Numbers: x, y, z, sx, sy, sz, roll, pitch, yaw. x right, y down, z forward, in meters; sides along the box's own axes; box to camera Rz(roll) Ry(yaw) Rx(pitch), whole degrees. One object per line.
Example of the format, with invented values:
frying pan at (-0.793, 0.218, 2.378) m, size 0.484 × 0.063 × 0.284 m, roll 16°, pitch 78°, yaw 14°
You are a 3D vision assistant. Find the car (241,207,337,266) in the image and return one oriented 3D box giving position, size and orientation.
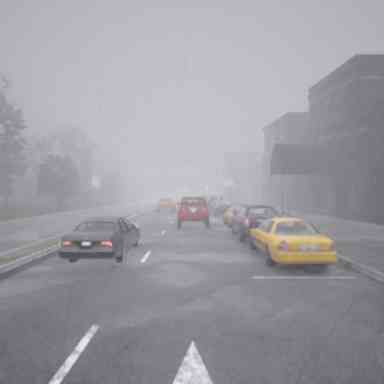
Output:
car at (3.218, 1.523, 11.698) m, size 1.946 × 1.575 × 5.366 m, roll 0°, pitch 0°, yaw 0°

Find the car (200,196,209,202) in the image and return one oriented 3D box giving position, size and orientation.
car at (3.132, 1.802, 83.334) m, size 2.231 × 1.521 × 4.892 m, roll 0°, pitch 0°, yaw 0°

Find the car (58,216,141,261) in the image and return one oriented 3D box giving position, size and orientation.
car at (-3.155, 1.596, 12.379) m, size 2.033 × 1.411 × 5.357 m, roll 0°, pitch 0°, yaw 0°

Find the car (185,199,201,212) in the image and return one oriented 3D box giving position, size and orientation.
car at (0.062, 1.639, 41.834) m, size 1.882 × 1.535 × 5.008 m, roll 0°, pitch 0°, yaw 0°

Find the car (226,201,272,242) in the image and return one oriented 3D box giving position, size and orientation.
car at (3.219, 1.420, 17.008) m, size 2.185 × 1.767 × 4.553 m, roll 0°, pitch 0°, yaw 0°

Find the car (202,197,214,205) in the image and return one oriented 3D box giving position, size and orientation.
car at (3.208, 1.745, 68.423) m, size 2.231 × 1.521 × 4.892 m, roll 0°, pitch 0°, yaw 1°

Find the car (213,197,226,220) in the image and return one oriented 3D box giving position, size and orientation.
car at (3.198, 1.611, 33.608) m, size 2.231 × 1.521 × 4.892 m, roll 0°, pitch 0°, yaw 0°

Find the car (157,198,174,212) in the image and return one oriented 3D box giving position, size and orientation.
car at (-3.188, 1.513, 41.600) m, size 2.097 × 1.767 × 4.553 m, roll 0°, pitch 0°, yaw 0°

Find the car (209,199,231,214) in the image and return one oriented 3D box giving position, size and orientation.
car at (3.193, 1.632, 39.135) m, size 2.231 × 1.521 × 4.892 m, roll 0°, pitch 0°, yaw 0°

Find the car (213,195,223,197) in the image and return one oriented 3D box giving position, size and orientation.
car at (3.176, 1.672, 50.501) m, size 1.946 × 1.575 × 5.366 m, roll 0°, pitch 0°, yaw 0°

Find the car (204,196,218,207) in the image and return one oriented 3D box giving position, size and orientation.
car at (3.169, 1.570, 55.810) m, size 2.185 × 1.767 × 4.553 m, roll 0°, pitch 0°, yaw 0°

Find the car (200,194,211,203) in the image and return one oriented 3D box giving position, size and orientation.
car at (3.140, 1.529, 77.845) m, size 2.435 × 2.045 × 5.566 m, roll 0°, pitch 0°, yaw 0°

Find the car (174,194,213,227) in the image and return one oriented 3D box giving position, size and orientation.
car at (0.085, 1.315, 23.944) m, size 2.150 × 2.045 × 5.566 m, roll 0°, pitch 0°, yaw 0°
